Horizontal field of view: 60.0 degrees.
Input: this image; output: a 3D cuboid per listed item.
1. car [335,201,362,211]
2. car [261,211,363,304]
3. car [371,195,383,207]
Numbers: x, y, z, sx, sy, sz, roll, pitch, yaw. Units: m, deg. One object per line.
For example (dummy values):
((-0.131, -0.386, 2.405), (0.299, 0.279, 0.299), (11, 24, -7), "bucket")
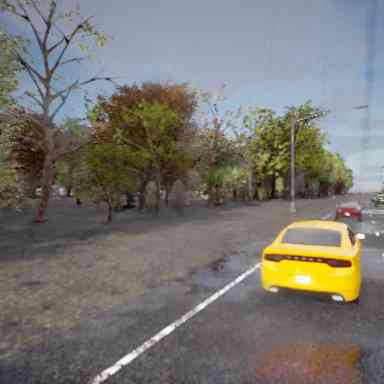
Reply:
((12.516, 1.467, 26.597), (1.812, 1.442, 4.674), (0, 0, 27), "car")
((3.181, 1.462, 8.361), (1.882, 1.535, 5.008), (0, 0, 27), "car")
((27.535, 1.223, 48.254), (2.097, 1.767, 4.553), (0, 0, 27), "car")
